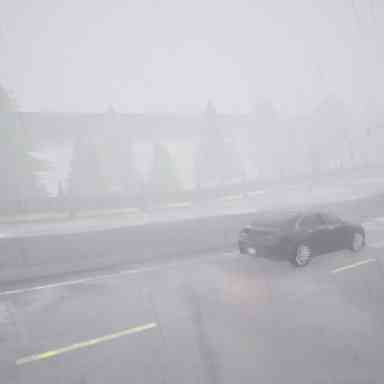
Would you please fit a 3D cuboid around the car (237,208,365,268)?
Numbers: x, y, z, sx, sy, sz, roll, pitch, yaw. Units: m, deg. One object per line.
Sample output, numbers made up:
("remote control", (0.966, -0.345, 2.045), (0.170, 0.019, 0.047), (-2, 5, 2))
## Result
("car", (3.626, 1.289, 10.631), (4.892, 1.490, 1.837), (-3, 2, -35))
